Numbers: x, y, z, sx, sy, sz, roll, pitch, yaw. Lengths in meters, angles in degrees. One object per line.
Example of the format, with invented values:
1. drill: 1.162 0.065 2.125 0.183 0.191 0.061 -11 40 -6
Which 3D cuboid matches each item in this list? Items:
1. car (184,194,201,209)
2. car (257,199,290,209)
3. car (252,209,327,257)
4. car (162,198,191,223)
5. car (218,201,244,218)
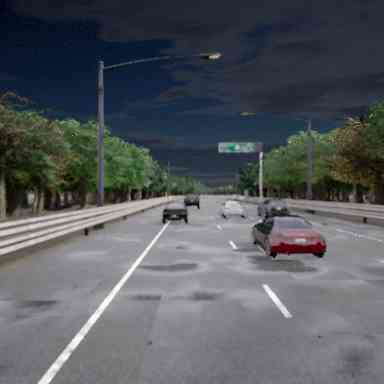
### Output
1. car: 0.028 1.300 46.894 2.150 2.045 5.566 0 0 0
2. car: 7.106 1.391 29.282 2.097 1.767 4.553 0 0 0
3. car: 3.605 1.577 13.032 1.994 1.385 4.181 0 0 0
4. car: -1.221 1.510 25.554 1.882 1.535 5.008 0 0 0
5. car: 3.606 1.567 30.688 1.812 1.442 4.674 0 0 0
